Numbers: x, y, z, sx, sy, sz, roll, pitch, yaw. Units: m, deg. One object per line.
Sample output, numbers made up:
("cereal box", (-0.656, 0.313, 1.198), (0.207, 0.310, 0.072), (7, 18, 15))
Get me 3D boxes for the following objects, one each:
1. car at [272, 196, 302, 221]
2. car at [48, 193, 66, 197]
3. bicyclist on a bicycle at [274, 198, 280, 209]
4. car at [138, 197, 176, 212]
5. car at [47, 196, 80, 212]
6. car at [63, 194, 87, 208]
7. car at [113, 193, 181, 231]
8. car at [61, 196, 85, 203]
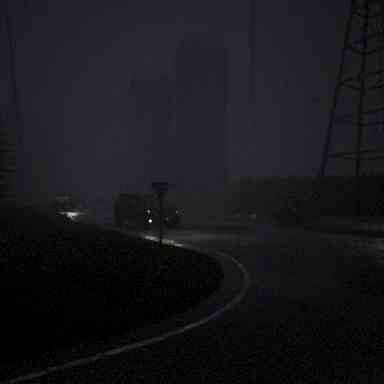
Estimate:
("car", (7.545, 1.258, 26.109), (1.905, 1.878, 3.866), (0, 0, 24))
("car", (-21.289, 1.109, 52.685), (2.150, 2.045, 5.566), (0, 0, -35))
("bicyclist on a bicycle", (8.206, 1.370, 30.819), (1.656, 1.620, 0.582), (0, 0, -12))
("car", (-4.040, 1.381, 38.564), (3.988, 1.617, 1.851), (0, 0, -36))
("car", (-13.958, 1.443, 35.941), (1.994, 1.385, 4.181), (0, 0, -35))
("car", (-15.341, 1.412, 44.259), (1.812, 1.442, 4.674), (0, 0, -34))
("car", (-2.886, 1.099, 20.089), (2.150, 2.045, 5.566), (0, 0, -35))
("car", (-23.355, 1.449, 65.336), (4.181, 1.381, 1.994), (0, 0, -36))
